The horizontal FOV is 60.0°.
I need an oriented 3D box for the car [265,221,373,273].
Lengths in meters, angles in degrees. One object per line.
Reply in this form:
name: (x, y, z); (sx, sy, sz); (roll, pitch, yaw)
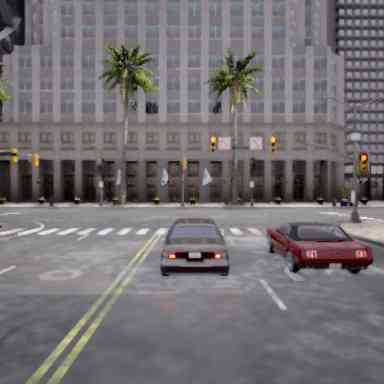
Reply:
car: (3.625, 1.561, 10.494); (1.895, 1.301, 4.718); (0, 0, 2)

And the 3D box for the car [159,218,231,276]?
car: (0.079, 1.508, 10.220); (2.033, 1.411, 5.357); (0, 0, 0)
